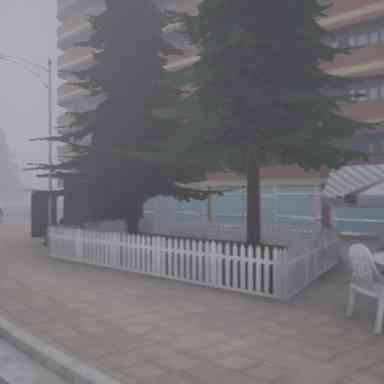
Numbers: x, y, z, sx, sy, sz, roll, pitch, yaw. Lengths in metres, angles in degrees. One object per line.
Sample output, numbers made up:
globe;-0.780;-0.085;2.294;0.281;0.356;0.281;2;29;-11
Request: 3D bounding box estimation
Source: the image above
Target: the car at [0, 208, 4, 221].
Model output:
car;-16.289;1.461;25.500;2.097;1.767;4.553;0;0;-9
